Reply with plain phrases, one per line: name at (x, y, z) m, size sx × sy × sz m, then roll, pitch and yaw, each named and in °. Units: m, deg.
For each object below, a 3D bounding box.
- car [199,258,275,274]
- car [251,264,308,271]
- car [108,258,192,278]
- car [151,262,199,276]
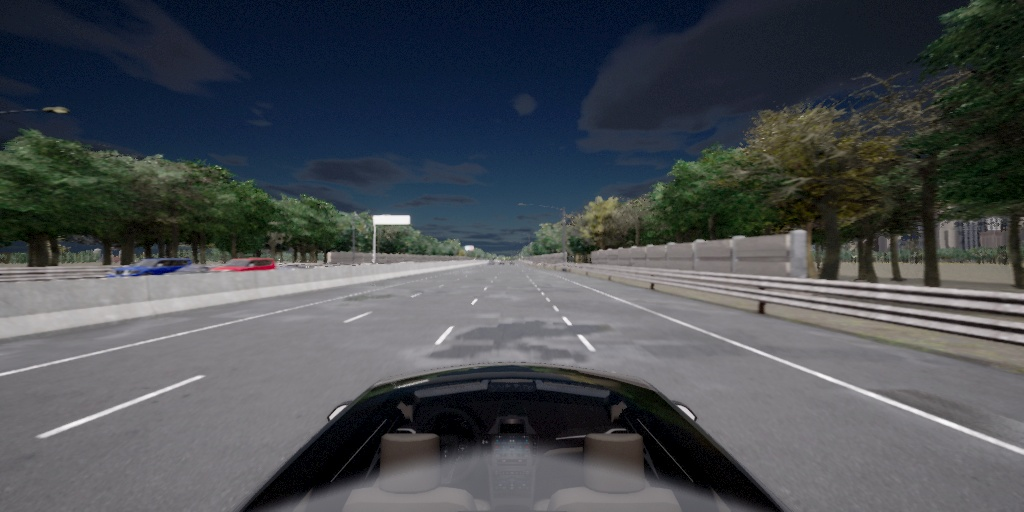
car at (-21.089, 1.194, 28.403) m, size 2.150 × 2.045 × 5.566 m, roll 0°, pitch 0°, yaw 0°
car at (-17.592, 1.522, 28.536) m, size 2.033 × 1.411 × 5.357 m, roll 0°, pitch 0°, yaw 0°
car at (-28.077, 1.196, 28.321) m, size 2.150 × 2.045 × 5.566 m, roll 0°, pitch -1°, yaw 0°
car at (-24.587, 1.462, 28.086) m, size 2.128 × 1.511 × 4.902 m, roll 0°, pitch 0°, yaw 0°
